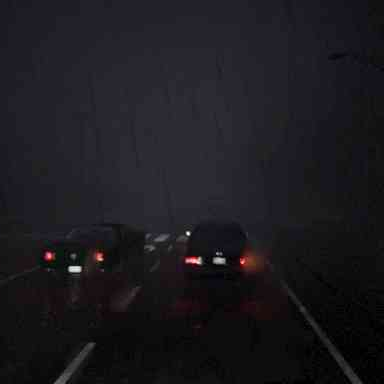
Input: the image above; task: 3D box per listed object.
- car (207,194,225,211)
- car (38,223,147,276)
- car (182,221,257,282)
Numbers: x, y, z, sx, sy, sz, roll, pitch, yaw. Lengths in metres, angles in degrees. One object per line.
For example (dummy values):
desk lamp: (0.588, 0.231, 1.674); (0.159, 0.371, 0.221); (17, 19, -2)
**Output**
car: (3.057, 1.280, 42.392); (2.150, 2.045, 5.566); (0, 0, 4)
car: (-2.716, 1.608, 10.357); (1.895, 1.301, 4.718); (0, 0, 4)
car: (0.752, 1.561, 9.803); (2.033, 1.411, 5.357); (0, 0, 4)
